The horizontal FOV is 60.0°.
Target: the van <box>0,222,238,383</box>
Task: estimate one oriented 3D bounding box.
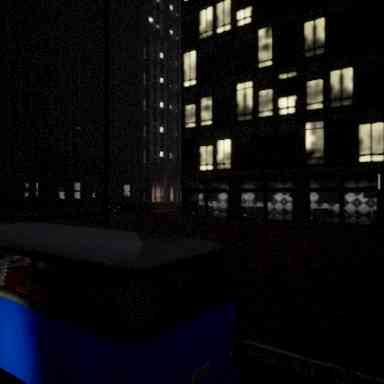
[{"bbox_3d":[-1.429,1.335,3.997,3.998,1.788,1.690,0,0,35],"label":"van"}]

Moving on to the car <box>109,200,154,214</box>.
[{"bbox_3d":[-6.027,1.459,33.510,1.895,1.301,4.718,0,0,37],"label":"car"}]
